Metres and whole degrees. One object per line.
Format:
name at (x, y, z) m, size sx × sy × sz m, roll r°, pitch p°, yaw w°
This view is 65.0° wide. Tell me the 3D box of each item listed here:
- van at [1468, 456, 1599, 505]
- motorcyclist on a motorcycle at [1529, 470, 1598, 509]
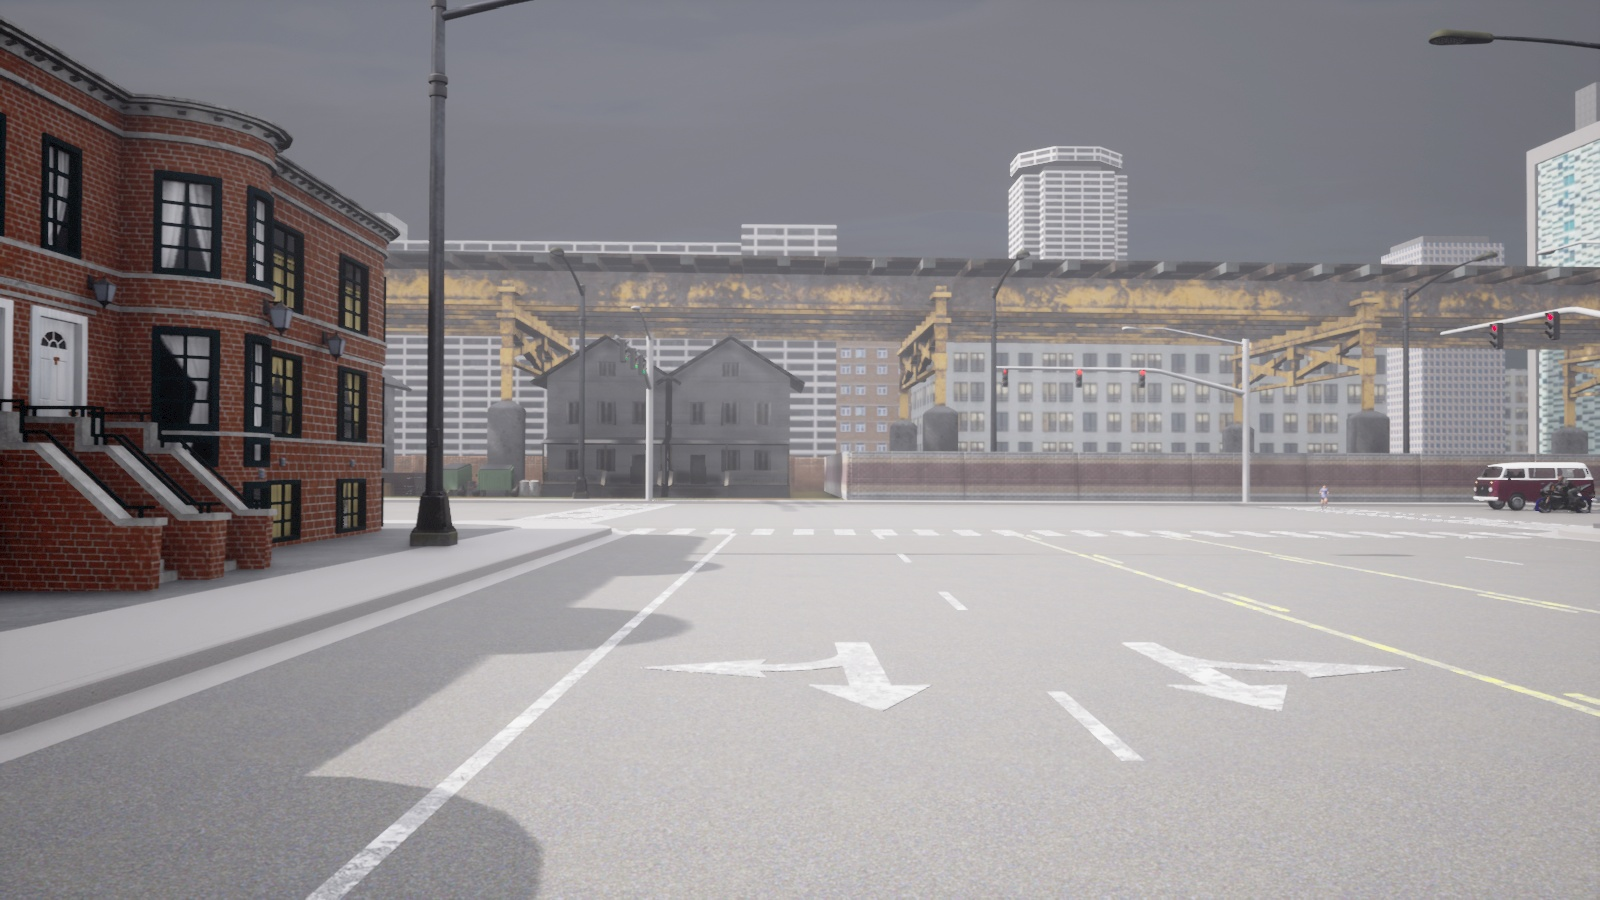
van at (31.121, 1.288, 53.231) m, size 4.480 × 2.038 × 2.069 m, roll 0°, pitch -1°, yaw 0°
motorcyclist on a motorcycle at (30.200, 1.545, 49.690) m, size 2.191 × 1.530 × 0.866 m, roll 0°, pitch -1°, yaw 1°
